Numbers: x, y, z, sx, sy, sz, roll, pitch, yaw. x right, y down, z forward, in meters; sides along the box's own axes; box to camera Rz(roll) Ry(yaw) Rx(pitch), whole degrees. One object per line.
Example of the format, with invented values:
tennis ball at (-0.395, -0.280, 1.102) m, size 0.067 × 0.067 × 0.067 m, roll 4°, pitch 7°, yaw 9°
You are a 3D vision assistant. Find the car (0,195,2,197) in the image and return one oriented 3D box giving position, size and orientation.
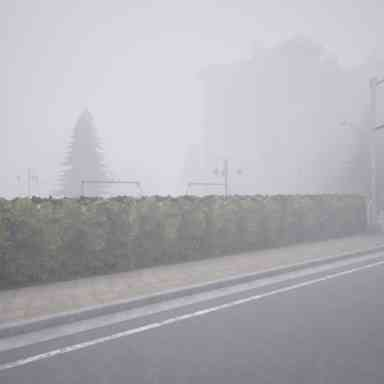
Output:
car at (-40.266, 1.374, 67.273) m, size 3.633 × 1.501 × 1.845 m, roll 0°, pitch 0°, yaw -37°
